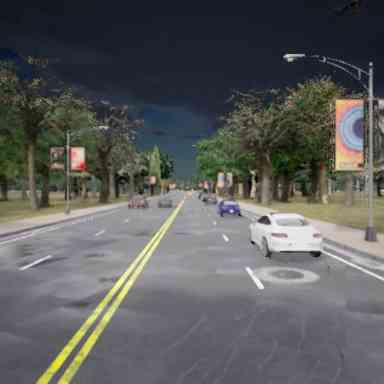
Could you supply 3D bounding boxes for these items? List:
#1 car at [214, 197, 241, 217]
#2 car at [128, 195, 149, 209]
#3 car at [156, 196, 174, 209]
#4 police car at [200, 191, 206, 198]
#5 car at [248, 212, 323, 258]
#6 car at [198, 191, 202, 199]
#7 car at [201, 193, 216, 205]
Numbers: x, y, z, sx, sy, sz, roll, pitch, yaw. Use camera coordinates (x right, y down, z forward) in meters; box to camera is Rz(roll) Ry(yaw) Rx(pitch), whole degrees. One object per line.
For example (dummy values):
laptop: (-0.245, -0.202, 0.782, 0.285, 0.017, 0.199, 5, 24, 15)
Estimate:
car: (3.284, 1.415, 30.004, 1.812, 1.442, 4.674, 0, 0, 0)
car: (-6.704, 1.196, 41.742, 2.097, 1.767, 4.553, 0, 0, 0)
car: (-3.460, 1.342, 43.207, 1.837, 1.490, 4.892, 0, 1, 0)
police car: (2.999, 1.175, 64.194, 1.930, 1.638, 5.238, 0, 0, 0)
car: (3.334, 1.480, 12.464, 1.812, 1.442, 4.674, 0, 0, 0)
car: (2.913, 1.153, 75.279, 1.801, 1.575, 5.366, 0, 0, 0)
car: (3.073, 1.291, 53.079, 2.128, 1.511, 4.902, 0, 0, 0)
